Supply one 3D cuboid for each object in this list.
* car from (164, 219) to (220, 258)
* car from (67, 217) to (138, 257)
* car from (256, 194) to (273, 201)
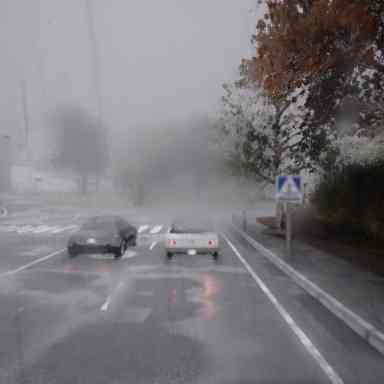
[{"bbox_3d":[0.021,1.720,13.220,1.895,1.301,4.718,0,0,0],"label":"car"},{"bbox_3d":[-3.473,1.685,13.569,1.994,1.385,4.181,0,0,0],"label":"car"},{"bbox_3d":[16.045,1.222,74.010,1.994,1.385,4.181,-1,1,-23],"label":"car"}]
